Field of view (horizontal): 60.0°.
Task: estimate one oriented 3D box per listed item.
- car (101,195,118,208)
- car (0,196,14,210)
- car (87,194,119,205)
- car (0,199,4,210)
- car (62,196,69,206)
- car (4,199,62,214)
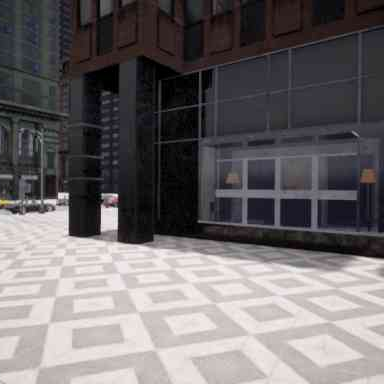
[{"bbox_3d":[-8.748,1.235,39.963,1.802,1.307,4.206,2,2,36],"label":"car"},{"bbox_3d":[-22.140,1.222,35.895,1.752,1.417,4.829,2,2,36],"label":"car"},{"bbox_3d":[-12.959,1.071,48.726,1.947,1.339,4.313,2,2,36],"label":"car"},{"bbox_3d":[-18.137,1.410,26.842,1.947,1.339,4.313,2,2,36],"label":"car"},{"bbox_3d":[-15.986,1.121,44.496,2.008,1.369,4.403,2,2,36],"label":"car"},{"bbox_3d":[-15.007,1.333,31.216,2.008,1.369,4.403,2,2,36],"label":"car"}]
